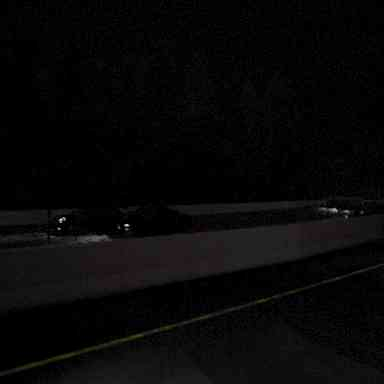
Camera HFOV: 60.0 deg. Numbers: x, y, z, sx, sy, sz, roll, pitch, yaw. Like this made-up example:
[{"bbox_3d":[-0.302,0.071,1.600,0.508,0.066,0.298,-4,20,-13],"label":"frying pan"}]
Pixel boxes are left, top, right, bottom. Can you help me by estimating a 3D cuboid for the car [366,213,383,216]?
[{"bbox_3d":[17.974,1.738,33.613,2.128,1.511,4.902,-1,-1,44],"label":"car"}]
